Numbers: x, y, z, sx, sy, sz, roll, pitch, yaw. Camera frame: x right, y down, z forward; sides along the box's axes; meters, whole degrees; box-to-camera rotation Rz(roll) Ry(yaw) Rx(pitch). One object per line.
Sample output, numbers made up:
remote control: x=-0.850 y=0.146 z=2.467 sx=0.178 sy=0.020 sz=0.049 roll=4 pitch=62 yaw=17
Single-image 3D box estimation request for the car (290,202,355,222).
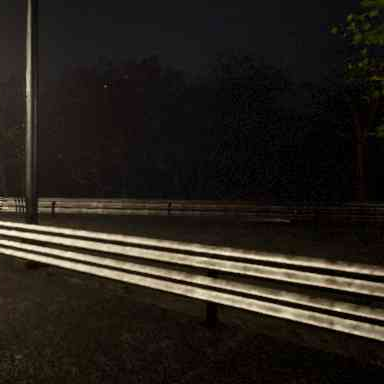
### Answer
car: x=10.299 y=1.531 z=26.514 sx=4.792 sy=1.488 sz=2.163 roll=0 pitch=0 yaw=15
